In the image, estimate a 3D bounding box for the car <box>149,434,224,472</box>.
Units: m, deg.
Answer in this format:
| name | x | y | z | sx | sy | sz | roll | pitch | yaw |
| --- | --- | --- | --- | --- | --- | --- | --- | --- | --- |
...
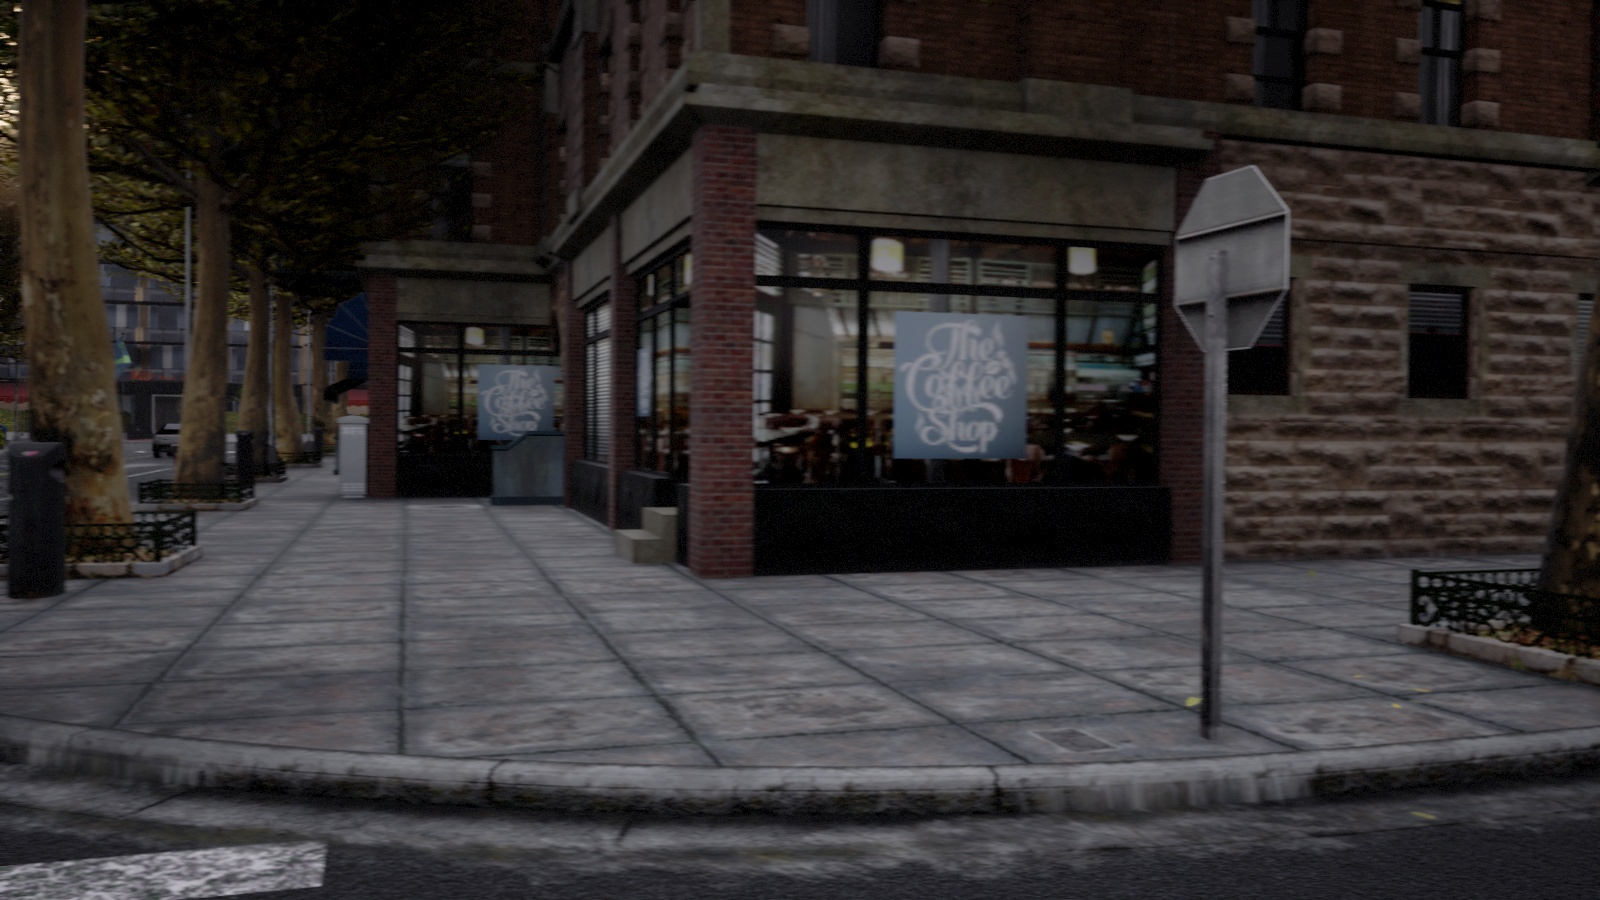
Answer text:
| name | x | y | z | sx | sy | sz | roll | pitch | yaw |
| --- | --- | --- | --- | --- | --- | --- | --- | --- | --- |
| car | -26.363 | 0.099 | 54.122 | 2.128 | 1.511 | 4.902 | -1 | 1 | -17 |
